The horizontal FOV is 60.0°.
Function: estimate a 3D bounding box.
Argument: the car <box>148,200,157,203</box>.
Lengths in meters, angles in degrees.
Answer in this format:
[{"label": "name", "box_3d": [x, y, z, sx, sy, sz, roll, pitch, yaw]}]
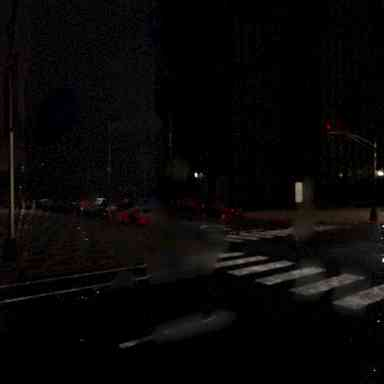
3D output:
[{"label": "car", "box_3d": [-3.157, 1.939, 39.275, 1.802, 1.307, 4.206, -1, 0, -35]}]

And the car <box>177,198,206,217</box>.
[{"label": "car", "box_3d": [-0.223, 1.603, 35.123, 2.192, 1.841, 5.009, -1, 0, -35]}]

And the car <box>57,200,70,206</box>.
[{"label": "car", "box_3d": [-29.577, 2.526, 76.462, 1.947, 1.339, 4.313, -1, 0, -35]}]

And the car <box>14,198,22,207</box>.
[{"label": "car", "box_3d": [-39.135, 2.623, 75.199, 1.887, 1.381, 4.507, -1, 0, -35]}]

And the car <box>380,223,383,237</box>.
[{"label": "car", "box_3d": [10.486, 1.555, 15.035, 4.718, 1.301, 1.895, 0, 0, -36]}]

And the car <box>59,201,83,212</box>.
[{"label": "car", "box_3d": [-18.635, 2.196, 51.078, 2.033, 1.411, 5.357, -1, 0, -35]}]

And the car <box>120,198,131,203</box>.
[{"label": "car", "box_3d": [-9.044, 1.809, 47.577, 2.192, 1.841, 5.009, -1, 0, -35]}]

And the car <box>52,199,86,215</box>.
[{"label": "car", "box_3d": [-15.556, 1.861, 41.979, 2.192, 1.841, 5.009, -1, 0, -35]}]

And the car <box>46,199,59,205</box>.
[{"label": "car", "box_3d": [-35.600, 2.640, 84.946, 2.008, 1.369, 4.403, -1, 0, -35]}]

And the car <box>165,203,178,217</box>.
[{"label": "car", "box_3d": [-3.576, 1.899, 29.734, 1.895, 1.301, 4.718, -1, 0, -35]}]

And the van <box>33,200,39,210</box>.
[{"label": "van", "box_3d": [-24.040, 2.082, 53.930, 1.690, 1.788, 3.998, -1, 0, -35]}]

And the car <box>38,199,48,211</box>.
[{"label": "car", "box_3d": [-21.209, 2.116, 49.946, 1.967, 1.590, 4.097, -1, 0, -35]}]

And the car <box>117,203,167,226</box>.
[{"label": "car", "box_3d": [-4.138, 1.805, 25.905, 1.752, 1.417, 4.829, -1, 0, -35]}]

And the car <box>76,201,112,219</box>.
[{"label": "car", "box_3d": [-9.893, 1.965, 34.011, 2.008, 1.369, 4.403, -1, 0, -35]}]

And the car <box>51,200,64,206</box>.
[{"label": "car", "box_3d": [-32.589, 2.591, 80.705, 1.947, 1.339, 4.313, -1, 0, -35]}]

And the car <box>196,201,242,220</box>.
[{"label": "car", "box_3d": [2.723, 1.764, 30.972, 1.887, 1.381, 4.507, -2, 0, -35]}]

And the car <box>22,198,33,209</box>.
[{"label": "car", "box_3d": [-29.798, 2.312, 62.043, 1.967, 1.590, 4.097, -1, 0, -35]}]

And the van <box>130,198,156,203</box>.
[{"label": "van", "box_3d": [-6.103, 1.766, 43.426, 1.690, 1.788, 3.998, -1, 0, -35]}]

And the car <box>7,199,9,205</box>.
[{"label": "car", "box_3d": [-42.247, 2.727, 79.583, 1.802, 1.307, 4.206, -1, 0, -35]}]

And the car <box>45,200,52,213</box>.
[{"label": "car", "box_3d": [-18.379, 2.156, 45.963, 1.887, 1.381, 4.507, -1, 0, -35]}]

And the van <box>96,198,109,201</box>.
[{"label": "van", "box_3d": [-14.923, 1.970, 55.880, 1.690, 1.788, 3.998, -1, 0, -35]}]
